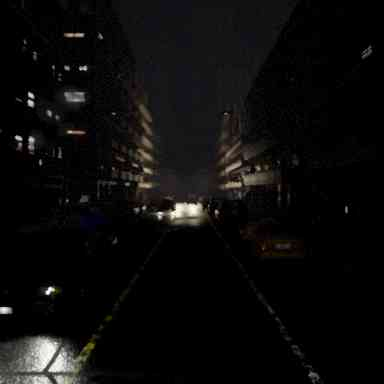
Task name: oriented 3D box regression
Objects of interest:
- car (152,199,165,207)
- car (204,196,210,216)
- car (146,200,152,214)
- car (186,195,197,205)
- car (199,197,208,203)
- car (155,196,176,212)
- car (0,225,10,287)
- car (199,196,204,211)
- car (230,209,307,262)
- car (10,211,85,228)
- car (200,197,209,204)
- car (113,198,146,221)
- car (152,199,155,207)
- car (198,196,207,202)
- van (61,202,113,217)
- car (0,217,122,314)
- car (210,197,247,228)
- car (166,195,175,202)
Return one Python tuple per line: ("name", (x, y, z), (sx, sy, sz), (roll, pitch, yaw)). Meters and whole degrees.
("car", (-5.711, 1.826, 56.787), (1.802, 1.307, 4.206), (-1, 0, 0))
("car", (2.669, 1.462, 34.354), (2.192, 1.841, 5.009), (-1, 0, 0))
("car", (-5.715, 1.698, 34.380), (2.008, 1.369, 4.403), (-1, 0, 0))
("car", (-0.012, 1.799, 63.376), (1.812, 1.442, 4.674), (0, 0, 0))
("car", (2.665, 1.907, 79.168), (1.947, 1.339, 4.313), (-1, 0, 0))
("car", (-3.099, 1.656, 41.643), (1.882, 1.535, 5.008), (0, 0, 0))
("car", (-5.671, 1.468, 6.370), (1.967, 1.590, 4.097), (-1, 0, 0))
("car", (2.351, 1.671, 45.188), (1.882, 1.535, 5.008), (0, 0, 0))
("car", (2.676, 1.577, 12.115), (1.752, 1.417, 4.829), (-1, 0, 0))
("car", (-5.671, 1.603, 11.971), (2.008, 1.369, 4.403), (-1, 0, 0))
("car", (2.665, 1.843, 73.736), (1.752, 1.417, 4.829), (-1, 0, 0))
("car", (-5.700, 1.438, 28.778), (2.192, 1.841, 5.009), (-1, 0, 0))
("car", (-5.710, 1.802, 51.185), (1.802, 1.307, 4.206), (-1, 0, 0))
("car", (2.662, 1.806, 84.771), (1.967, 1.590, 4.097), (-1, 0, 0))
("van", (-5.674, 1.417, 17.574), (1.690, 1.788, 3.998), (-1, 0, 0))
("car", (-3.098, 1.583, 8.148), (2.033, 1.411, 5.357), (0, 0, 0))
("car", (2.671, 1.414, 23.150), (2.192, 1.841, 5.009), (-1, 0, 0))
("car", (-5.721, 1.707, 90.401), (2.192, 1.841, 5.009), (-1, 0, 0))
